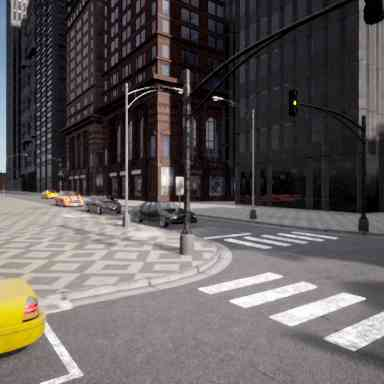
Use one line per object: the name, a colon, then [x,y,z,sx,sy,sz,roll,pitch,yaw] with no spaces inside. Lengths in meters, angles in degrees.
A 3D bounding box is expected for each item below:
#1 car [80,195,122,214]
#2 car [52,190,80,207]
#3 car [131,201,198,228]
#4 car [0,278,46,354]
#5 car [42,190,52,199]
car: [-7.585,1.011,28.209,1.837,1.490,4.892,0,1,-36]
car: [-13.431,0.679,36.347,2.097,1.767,4.553,0,1,-35]
car: [-1.873,1.235,20.263,2.033,1.411,5.357,0,1,-36]
car: [-4.267,1.525,3.606,4.829,1.417,1.752,0,0,-35]
car: [-24.388,0.420,57.045,1.882,1.535,5.008,0,1,-35]
